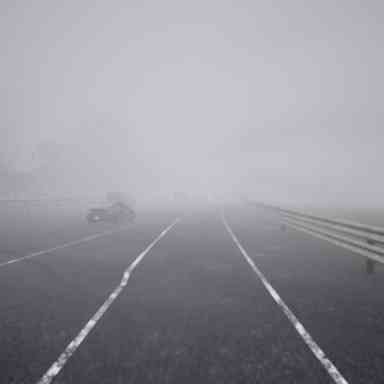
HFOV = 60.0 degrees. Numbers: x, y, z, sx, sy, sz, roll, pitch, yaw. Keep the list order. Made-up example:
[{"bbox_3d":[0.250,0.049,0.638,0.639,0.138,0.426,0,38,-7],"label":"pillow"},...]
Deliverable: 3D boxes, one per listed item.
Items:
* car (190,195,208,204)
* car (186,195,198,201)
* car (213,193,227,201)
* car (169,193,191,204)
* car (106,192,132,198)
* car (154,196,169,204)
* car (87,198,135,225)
[{"bbox_3d":[1.701,1.386,60.394,2.128,1.511,4.902,0,0,12],"label":"car"},{"bbox_3d":[-0.020,1.426,84.873,1.882,1.535,5.008,0,0,14],"label":"car"},{"bbox_3d":[6.678,1.168,82.792,2.150,2.045,5.566,0,0,14],"label":"car"},{"bbox_3d":[-1.884,1.115,60.403,2.150,2.045,5.566,0,0,12],"label":"car"},{"bbox_3d":[-9.003,1.078,42.021,2.150,2.045,5.566,0,0,10],"label":"car"},{"bbox_3d":[-5.452,1.419,60.332,1.812,1.442,4.674,0,0,12],"label":"car"},{"bbox_3d":[-5.261,1.348,21.936,1.812,1.442,4.674,0,0,9],"label":"car"}]
